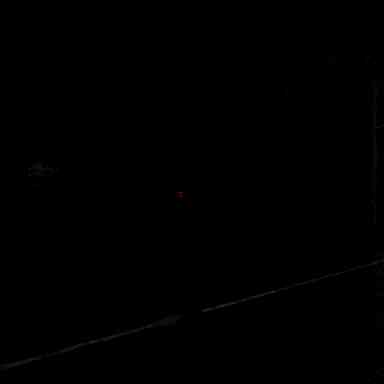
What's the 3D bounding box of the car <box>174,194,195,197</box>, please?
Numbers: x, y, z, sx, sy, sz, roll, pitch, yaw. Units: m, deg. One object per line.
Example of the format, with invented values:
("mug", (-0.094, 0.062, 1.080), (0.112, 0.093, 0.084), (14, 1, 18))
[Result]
("car", (-0.243, 1.207, 37.863), (2.150, 2.045, 5.566), (0, 0, -37))
